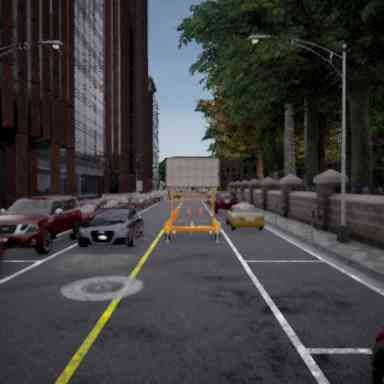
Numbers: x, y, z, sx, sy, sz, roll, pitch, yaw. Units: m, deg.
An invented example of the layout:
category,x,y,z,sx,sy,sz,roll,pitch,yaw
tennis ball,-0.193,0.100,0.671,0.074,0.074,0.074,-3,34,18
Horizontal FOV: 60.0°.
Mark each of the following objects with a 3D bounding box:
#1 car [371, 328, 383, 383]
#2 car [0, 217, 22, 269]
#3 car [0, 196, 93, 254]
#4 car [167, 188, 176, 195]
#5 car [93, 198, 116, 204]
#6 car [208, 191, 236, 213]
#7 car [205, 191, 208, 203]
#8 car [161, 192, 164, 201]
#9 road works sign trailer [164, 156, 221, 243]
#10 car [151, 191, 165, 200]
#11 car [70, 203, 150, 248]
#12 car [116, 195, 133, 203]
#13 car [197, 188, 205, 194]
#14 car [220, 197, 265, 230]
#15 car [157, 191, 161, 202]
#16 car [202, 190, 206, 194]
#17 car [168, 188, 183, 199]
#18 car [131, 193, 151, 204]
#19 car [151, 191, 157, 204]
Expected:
category,x,y,z,sx,sy,sz,roll,pitch,yaw
car,2.765,1.408,1.748,1.967,1.590,4.097,0,1,0
car,-5.752,1.458,7.212,1.802,1.307,4.206,0,1,0
car,-5.745,1.100,12.664,2.192,1.841,5.009,0,1,0
car,-5.635,-0.209,93.717,2.192,1.841,5.009,0,1,0
car,-5.737,1.239,18.124,1.887,1.381,4.507,0,1,0
car,2.802,0.831,29.024,2.192,1.841,5.009,0,1,0
car,2.818,0.860,40.109,1.752,1.417,4.829,0,1,0
car,-5.693,0.601,50.860,1.967,1.590,4.097,0,1,0
road works sign trailer,0.021,0.216,14.650,2.380,3.560,2.880,0,1,0
car,-5.686,0.600,56.148,1.752,1.417,4.829,0,1,0
car,-3.081,1.336,13.448,1.994,1.385,4.181,0,1,0
car,-5.730,1.149,23.580,1.887,1.381,4.507,0,1,0
car,2.883,0.002,88.271,1.967,1.590,4.097,0,1,0
car,2.788,1.217,18.286,1.752,1.417,4.829,0,1,0
car,-5.700,0.794,45.405,1.887,1.381,4.507,0,1,0
car,2.825,0.815,45.396,1.947,1.339,4.313,0,1,0
car,-2.919,0.418,58.547,2.097,1.767,4.553,0,1,0
car,-5.715,0.867,34.491,1.967,1.590,4.097,0,1,0
car,-5.708,0.888,39.949,2.008,1.369,4.403,0,1,0
